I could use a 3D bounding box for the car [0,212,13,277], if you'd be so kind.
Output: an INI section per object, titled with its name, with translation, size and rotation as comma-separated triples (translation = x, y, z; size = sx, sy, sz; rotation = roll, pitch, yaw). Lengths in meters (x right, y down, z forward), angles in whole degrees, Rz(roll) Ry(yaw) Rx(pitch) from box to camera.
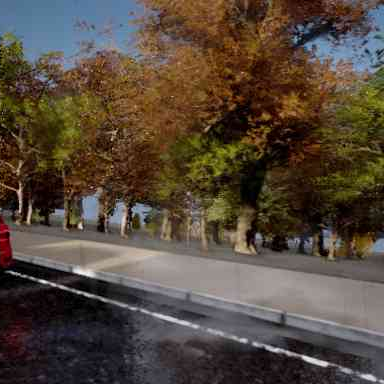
[car]
translation = -6.830, 1.163, 8.556
size = 5.566, 2.045, 2.150
rotation = 0, 0, 35
